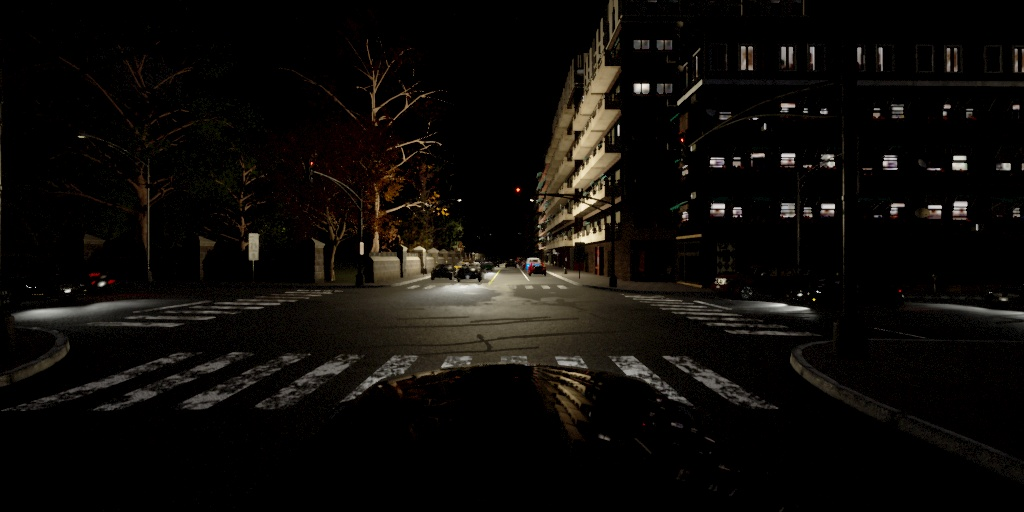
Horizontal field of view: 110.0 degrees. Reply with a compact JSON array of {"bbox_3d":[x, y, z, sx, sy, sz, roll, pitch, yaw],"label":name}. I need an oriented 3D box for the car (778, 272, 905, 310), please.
[{"bbox_3d":[15.115,1.623,16.377,4.181,1.385,1.994,1,0,-1],"label":"car"}]

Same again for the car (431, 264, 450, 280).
[{"bbox_3d":[-5.825,1.330,31.192,1.948,1.339,4.313,0,0,0],"label":"car"}]

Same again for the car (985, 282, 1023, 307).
[{"bbox_3d":[24.952,1.764,16.523,4.674,1.442,1.812,1,0,-1],"label":"car"}]

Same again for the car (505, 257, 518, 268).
[{"bbox_3d":[-0.181,1.366,61.557,1.994,1.385,4.181,0,0,0],"label":"car"}]

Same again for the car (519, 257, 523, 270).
[{"bbox_3d":[2.450,1.229,53.752,1.967,1.591,4.097,0,0,0],"label":"car"}]

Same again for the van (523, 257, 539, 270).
[{"bbox_3d":[2.503,1.115,42.492,1.690,1.789,3.998,0,0,0],"label":"van"}]

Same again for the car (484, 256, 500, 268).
[{"bbox_3d":[-3.306,1.032,63.731,2.150,2.045,5.566,0,-1,0],"label":"car"}]

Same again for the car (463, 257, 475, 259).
[{"bbox_3d":[-5.904,1.096,48.083,2.192,1.841,5.009,0,0,0],"label":"car"}]

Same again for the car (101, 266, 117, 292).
[{"bbox_3d":[-20.571,0.925,15.859,4.892,1.490,1.837,1,0,-1],"label":"car"}]

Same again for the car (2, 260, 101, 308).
[{"bbox_3d":[-18.207,0.954,12.704,4.892,1.490,1.837,1,0,-1],"label":"car"}]

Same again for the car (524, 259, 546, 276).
[{"bbox_3d":[2.529,1.314,36.861,1.888,1.381,4.507,0,0,0],"label":"car"}]

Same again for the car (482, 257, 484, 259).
[{"bbox_3d":[-5.983,1.247,64.973,1.967,1.591,4.097,0,0,0],"label":"car"}]

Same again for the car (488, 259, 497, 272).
[{"bbox_3d":[-3.302,1.380,46.081,1.895,1.301,4.718,0,0,0],"label":"car"}]

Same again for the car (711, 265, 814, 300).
[{"bbox_3d":[13.372,1.353,18.941,5.009,1.841,2.192,0,0,-1],"label":"car"}]

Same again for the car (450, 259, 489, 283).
[{"bbox_3d":[-3.221,1.253,28.416,2.128,1.511,4.902,0,0,0],"label":"car"}]
